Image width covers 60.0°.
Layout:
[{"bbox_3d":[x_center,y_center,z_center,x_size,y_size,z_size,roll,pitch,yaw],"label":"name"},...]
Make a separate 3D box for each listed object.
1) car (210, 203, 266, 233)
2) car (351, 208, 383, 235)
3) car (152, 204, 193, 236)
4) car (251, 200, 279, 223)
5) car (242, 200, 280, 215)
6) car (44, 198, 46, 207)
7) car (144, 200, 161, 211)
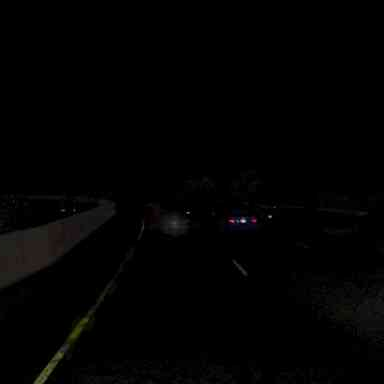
[{"bbox_3d":[2.376,1.559,19.779,2.033,1.411,5.357,0,0,-6],"label":"car"},{"bbox_3d":[9.730,1.503,16.158,1.837,1.490,4.892,0,0,-5],"label":"car"},{"bbox_3d":[-1.051,1.579,18.548,1.994,1.385,4.181,0,0,-6],"label":"car"},{"bbox_3d":[5.136,1.537,25.551,1.812,1.442,4.674,0,0,-8],"label":"car"},{"bbox_3d":[7.132,1.563,35.144,2.033,1.411,5.357,0,0,-11],"label":"car"},{"bbox_3d":[-21.555,1.614,48.696,2.033,1.411,5.357,0,0,-16],"label":"car"},{"bbox_3d":[-4.698,1.637,40.324,1.895,1.301,4.718,0,0,-13],"label":"car"}]
